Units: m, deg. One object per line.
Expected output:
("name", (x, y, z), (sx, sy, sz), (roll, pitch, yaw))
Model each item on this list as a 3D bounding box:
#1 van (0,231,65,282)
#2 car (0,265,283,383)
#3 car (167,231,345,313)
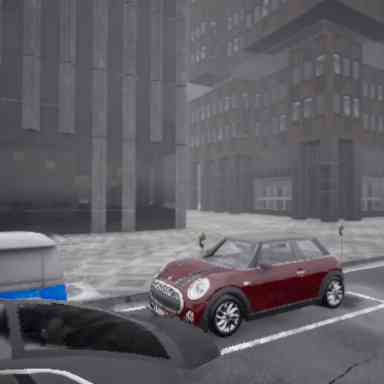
("van", (-3.582, 1.439, 4.015), (3.998, 1.788, 1.690), (1, -1, -31))
("car", (-1.985, 1.551, 1.747), (4.892, 1.490, 1.837), (1, -2, -31))
("car", (1.175, 1.597, 6.822), (4.097, 1.590, 1.967), (1, -1, -31))
